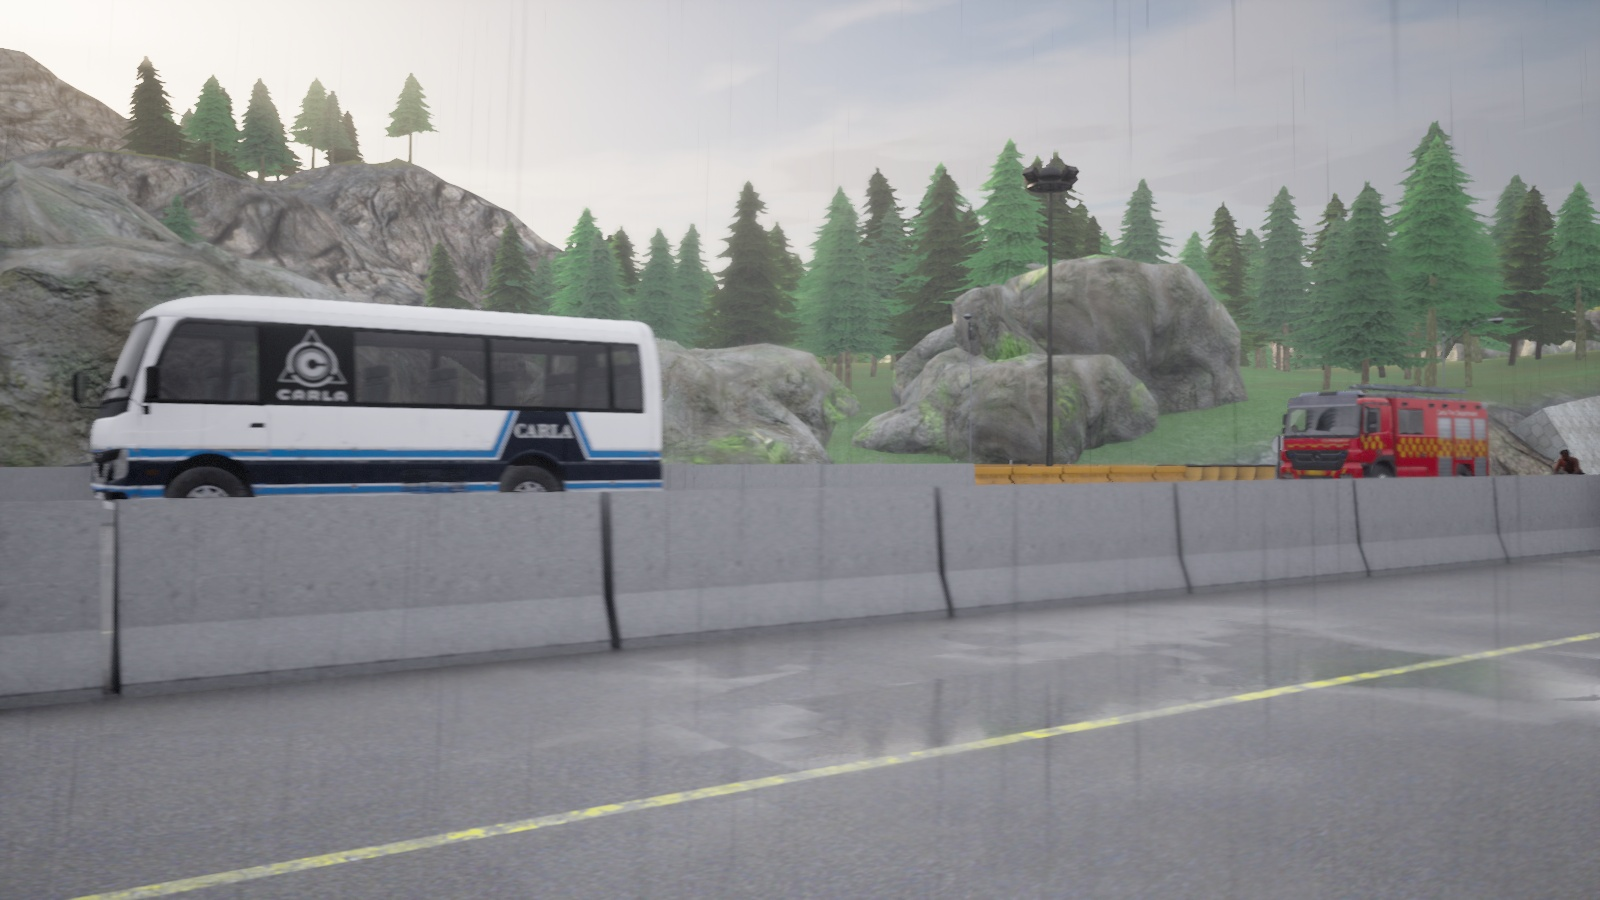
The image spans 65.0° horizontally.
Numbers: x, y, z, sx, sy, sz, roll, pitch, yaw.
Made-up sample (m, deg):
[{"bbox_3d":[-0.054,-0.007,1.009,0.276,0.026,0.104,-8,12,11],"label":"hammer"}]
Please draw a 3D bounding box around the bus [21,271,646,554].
[{"bbox_3d":[-8.376,-0.557,23.420,10.273,4.253,3.944,0,0,-35],"label":"bus"}]

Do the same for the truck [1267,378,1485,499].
[{"bbox_3d":[19.889,-0.356,43.093,8.468,3.827,2.891,0,0,-35],"label":"truck"}]
